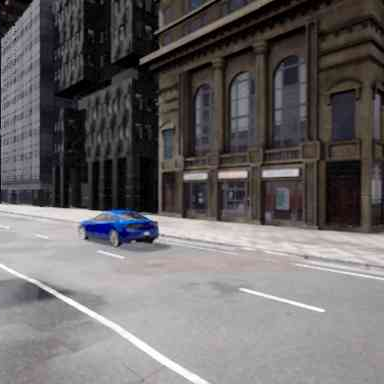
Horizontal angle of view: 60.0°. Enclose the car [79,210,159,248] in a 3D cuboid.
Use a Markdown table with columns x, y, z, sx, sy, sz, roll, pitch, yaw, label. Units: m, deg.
| x | y | z | sx | sy | sz | roll | pitch | yaw | label |
| --- | --- | --- | --- | --- | --- | --- | --- | --- | --- |
| -3.620 | 1.611 | 15.873 | 1.882 | 1.535 | 5.008 | 0 | 0 | -43 | car |
